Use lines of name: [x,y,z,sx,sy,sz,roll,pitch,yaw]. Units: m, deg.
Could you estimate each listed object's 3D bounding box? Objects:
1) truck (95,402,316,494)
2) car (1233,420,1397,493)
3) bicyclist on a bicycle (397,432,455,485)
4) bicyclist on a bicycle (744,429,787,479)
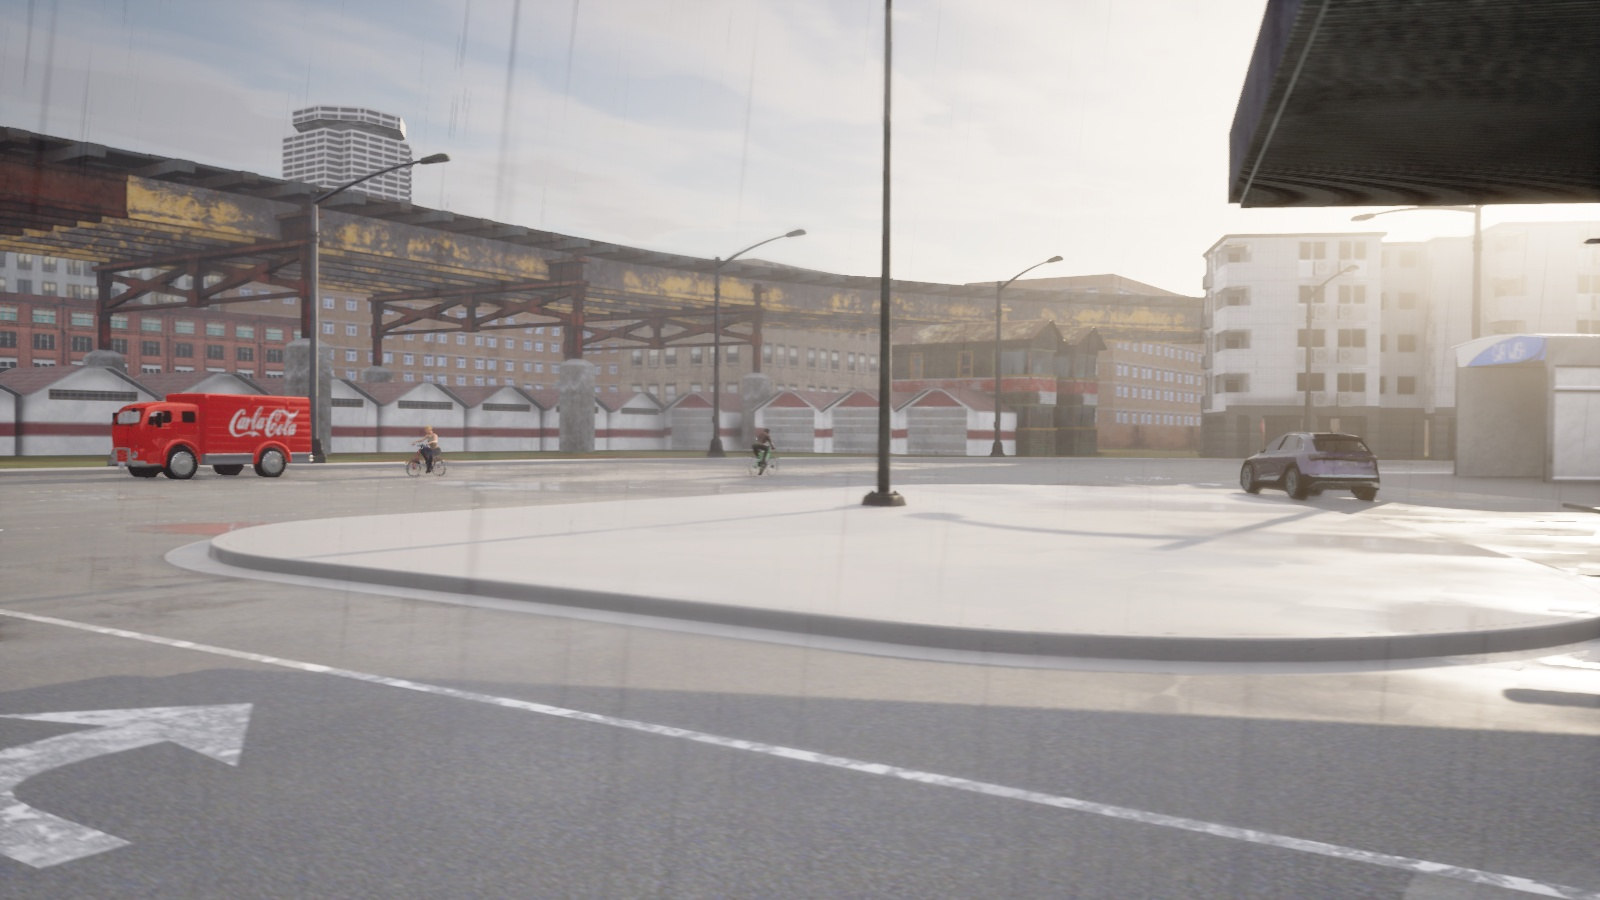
truck: [-17.264,-0.101,36.758,2.627,2.467,5.204,0,1,34]
car: [12.581,0.124,31.061,2.033,1.649,4.856,-1,1,-1]
bicyclist on a bicycle: [-11.591,0.242,38.924,0.866,1.612,1.509,0,1,34]
bicyclist on a bicycle: [-1.151,0.123,41.920,0.582,1.620,1.656,0,1,34]
